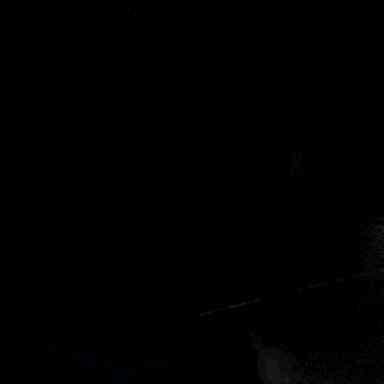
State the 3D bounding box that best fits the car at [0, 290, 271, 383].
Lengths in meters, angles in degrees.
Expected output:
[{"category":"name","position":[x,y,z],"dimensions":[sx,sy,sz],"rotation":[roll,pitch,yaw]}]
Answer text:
[{"category":"car","position":[-1.872,1.542,2.386],"dimensions":[5.357,1.411,2.033],"rotation":[0,0,-35]}]
